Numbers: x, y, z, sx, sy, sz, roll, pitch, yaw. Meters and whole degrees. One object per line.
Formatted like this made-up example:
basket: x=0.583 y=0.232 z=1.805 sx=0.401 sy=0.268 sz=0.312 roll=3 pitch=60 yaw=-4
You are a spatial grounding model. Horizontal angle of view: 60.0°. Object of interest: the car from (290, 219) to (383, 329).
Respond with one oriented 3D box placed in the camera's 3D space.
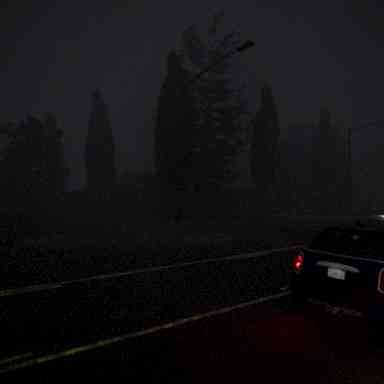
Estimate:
car: x=4.082 y=1.352 z=6.657 sx=4.553 sy=1.767 sz=2.097 roll=0 pitch=0 yaw=-35
